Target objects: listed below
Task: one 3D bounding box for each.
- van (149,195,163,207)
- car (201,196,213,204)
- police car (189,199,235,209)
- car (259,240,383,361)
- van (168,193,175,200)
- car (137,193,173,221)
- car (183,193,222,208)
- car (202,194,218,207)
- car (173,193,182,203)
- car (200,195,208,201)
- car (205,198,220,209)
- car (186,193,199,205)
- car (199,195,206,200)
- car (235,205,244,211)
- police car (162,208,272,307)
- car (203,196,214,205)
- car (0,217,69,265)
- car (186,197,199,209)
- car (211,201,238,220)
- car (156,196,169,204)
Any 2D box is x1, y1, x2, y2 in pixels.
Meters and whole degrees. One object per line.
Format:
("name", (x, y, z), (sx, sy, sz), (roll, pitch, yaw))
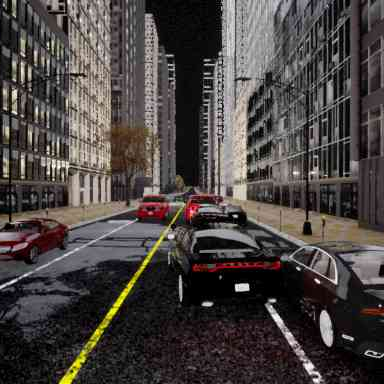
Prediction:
("van", (-5.600, 1.317, 51.534), (1.690, 1.788, 3.998), (0, 0, 0))
("car", (2.803, 1.509, 62.909), (1.887, 1.381, 4.507), (0, 0, 0))
("police car", (0.934, 1.421, 18.327), (1.930, 1.638, 5.238), (0, 0, 0))
("car", (2.697, 1.550, 5.928), (2.008, 1.369, 4.403), (0, 0, 0))
("van", (-5.525, 1.264, 91.421), (1.690, 1.788, 3.998), (0, 0, 0))
("car", (-3.048, 1.214, 27.316), (2.150, 2.045, 5.566), (0, 0, 0))
("car", (0.606, 1.216, 24.207), (2.150, 2.045, 5.566), (0, 0, -2))
("car", (2.781, 1.290, 51.513), (2.192, 1.841, 5.009), (0, 0, 0))
("car", (-2.876, 1.465, 66.926), (1.837, 1.490, 4.892), (0, 0, 0))
("car", (2.836, 1.467, 80.175), (1.752, 1.417, 4.829), (0, 0, 0))
("car", (2.772, 1.525, 45.814), (1.887, 1.381, 4.507), (0, 0, 0))
("car", (0.110, 1.190, 58.745), (2.150, 2.045, 5.566), (0, 0, 0))
("car", (2.857, 1.489, 91.402), (1.947, 1.339, 4.313), (0, 0, 0))
("car", (2.729, 1.560, 23.022), (1.947, 1.339, 4.313), (0, 0, 0))
("police car", (0.472, 1.424, 8.227), (1.930, 1.638, 5.238), (0, 0, -9))
("car", (2.793, 1.495, 57.381), (1.752, 1.417, 4.829), (0, 0, 0))
("car", (-5.673, 1.580, 11.647), (1.802, 1.307, 4.206), (0, 0, 0))
("car", (0.108, 1.506, 45.778), (1.812, 1.442, 4.674), (0, 0, 1))
("car", (2.740, 1.537, 28.720), (1.887, 1.381, 4.507), (0, 0, 0))
("car", (-5.577, 1.515, 62.927), (2.008, 1.369, 4.403), (0, 0, 0))
